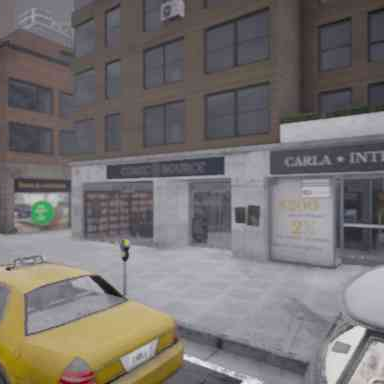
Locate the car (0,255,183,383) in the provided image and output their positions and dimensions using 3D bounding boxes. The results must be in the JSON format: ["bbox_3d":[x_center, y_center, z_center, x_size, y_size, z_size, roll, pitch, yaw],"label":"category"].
[{"bbox_3d":[-2.382,1.547,4.547,4.829,1.417,1.752,0,0,36],"label":"car"}]

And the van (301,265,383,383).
[{"bbox_3d":[2.370,1.334,1.155,3.998,1.788,1.690,0,0,36],"label":"van"}]
